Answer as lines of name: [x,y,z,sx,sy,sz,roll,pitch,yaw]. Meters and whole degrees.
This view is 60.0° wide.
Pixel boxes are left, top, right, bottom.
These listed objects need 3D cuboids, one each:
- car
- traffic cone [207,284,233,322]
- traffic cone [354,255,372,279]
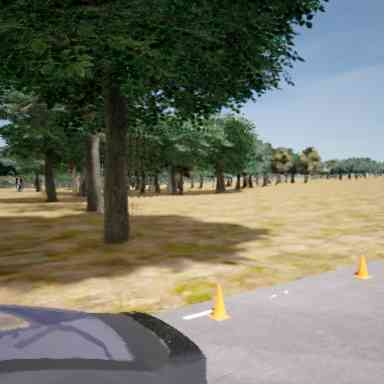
car: [-2.065,1.489,1.417,4.902,1.511,2.128,0,0,-36]
traffic cone: [0.496,1.966,6.003,0.340,0.580,0.340,0,0,-35]
traffic cone: [4.567,1.977,8.905,0.340,0.580,0.340,0,0,-35]
